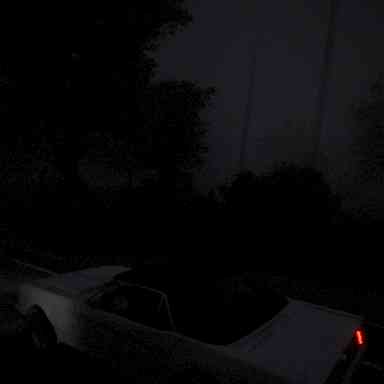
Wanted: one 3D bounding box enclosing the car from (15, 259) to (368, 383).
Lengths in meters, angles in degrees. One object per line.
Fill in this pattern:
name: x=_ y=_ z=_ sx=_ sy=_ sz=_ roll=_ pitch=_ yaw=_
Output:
car: x=-0.416 y=1.609 z=4.463 sx=4.718 sy=1.301 sz=1.895 roll=0 pitch=0 yaw=37
